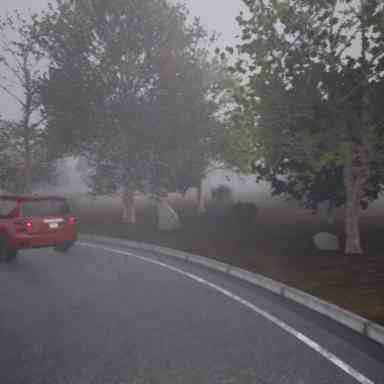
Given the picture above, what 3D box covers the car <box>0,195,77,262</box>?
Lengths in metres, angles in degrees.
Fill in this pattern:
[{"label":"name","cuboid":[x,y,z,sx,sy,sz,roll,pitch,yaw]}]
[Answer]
[{"label":"car","cuboid":[-6.434,1.148,12.142,5.566,2.045,2.150,0,0,39]}]
